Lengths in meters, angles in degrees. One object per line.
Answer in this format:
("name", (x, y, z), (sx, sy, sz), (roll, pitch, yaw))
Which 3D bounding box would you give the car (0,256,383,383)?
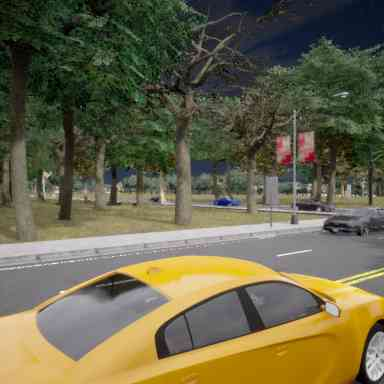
("car", (0.306, 1.478, 3.661), (5.008, 1.535, 1.882), (0, 0, -36))

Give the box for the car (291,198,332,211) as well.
("car", (13.449, 1.493, 37.190), (1.837, 1.490, 4.892), (0, 0, -35))

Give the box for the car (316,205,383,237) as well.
("car", (9.520, 1.553, 18.228), (5.357, 1.411, 2.033), (0, 0, -32))

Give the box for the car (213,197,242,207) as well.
("car", (5.214, 1.451, 48.729), (1.882, 1.535, 5.008), (0, 1, -35))

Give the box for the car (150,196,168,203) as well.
("car", (-6.396, 1.465, 65.153), (2.128, 1.511, 4.902), (0, 0, -36))
